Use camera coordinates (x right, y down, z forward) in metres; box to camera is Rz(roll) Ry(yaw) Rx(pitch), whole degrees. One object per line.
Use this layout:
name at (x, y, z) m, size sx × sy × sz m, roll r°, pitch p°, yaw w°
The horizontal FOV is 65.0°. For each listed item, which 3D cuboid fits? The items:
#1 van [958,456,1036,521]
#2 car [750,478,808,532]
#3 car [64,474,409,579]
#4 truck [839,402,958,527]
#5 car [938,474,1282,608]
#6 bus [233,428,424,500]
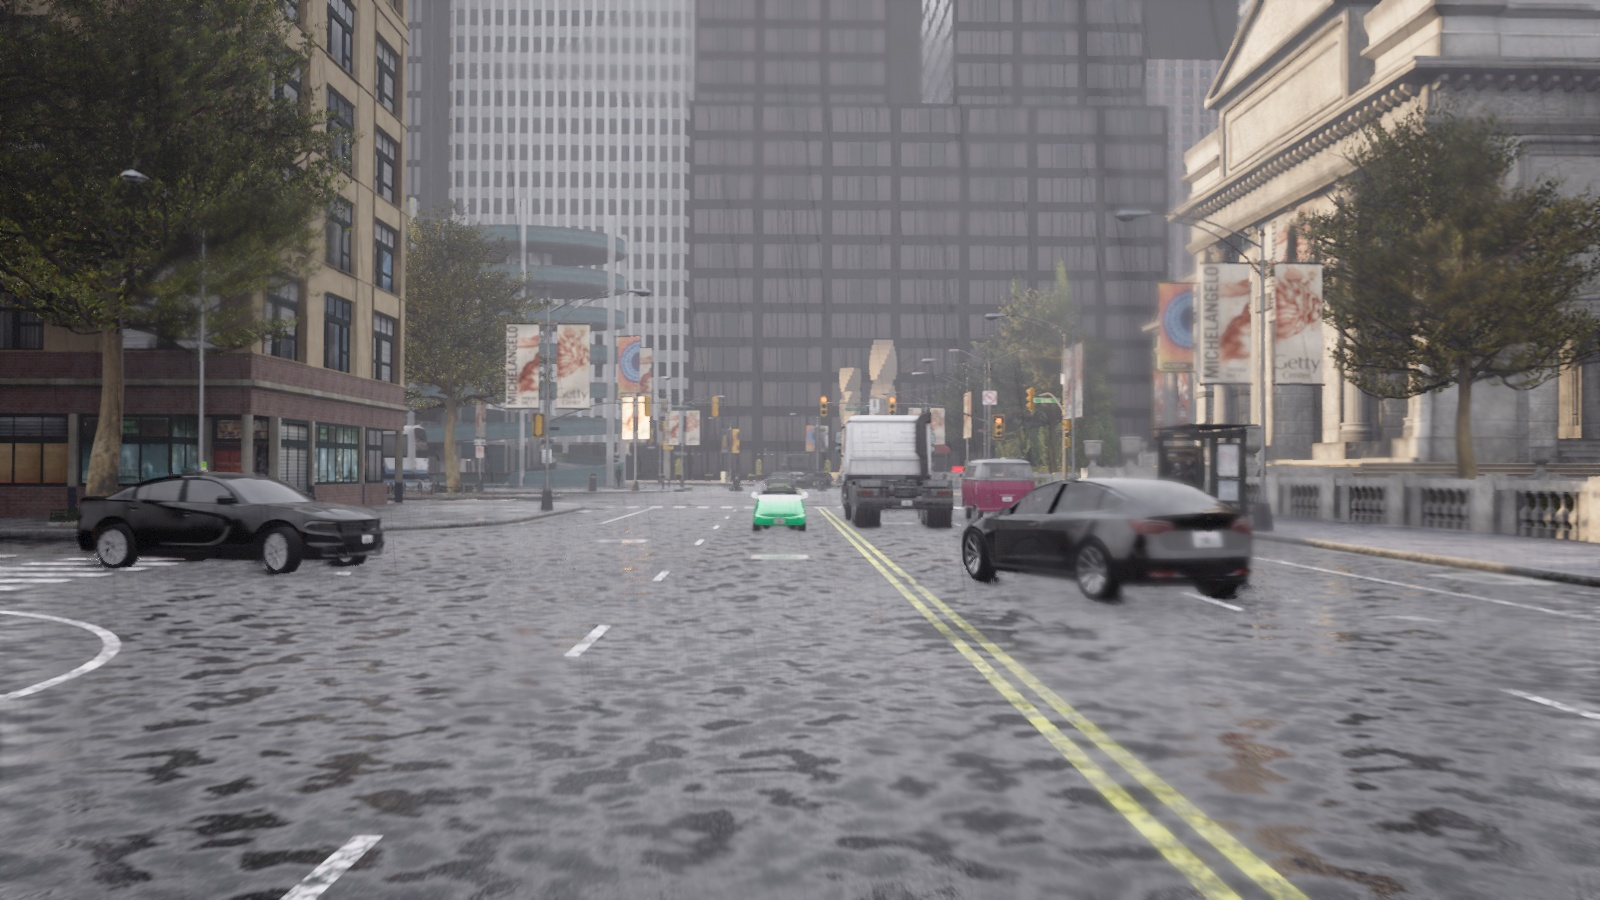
van at (6.320, 1.221, 40.749) m, size 1.775 × 1.987 × 4.442 m, roll 0°, pitch -1°, yaw -1°
car at (-0.553, 1.428, 33.278) m, size 1.481 × 1.376 × 2.207 m, roll 0°, pitch -1°, yaw -1°
car at (-8.954, 1.166, 20.018) m, size 5.008 × 1.535 × 1.882 m, roll -1°, pitch -1°, yaw 17°
truck at (2.850, 0.466, 38.642) m, size 2.891 × 3.462 × 7.936 m, roll 0°, pitch -1°, yaw -1°
car at (3.889, 1.078, 16.800) m, size 2.163 × 1.488 × 4.792 m, roll 0°, pitch -1°, yaw -20°
bus at (-28.789, 0.854, 77.155) m, size 10.273 × 4.253 × 3.944 m, roll 0°, pitch -1°, yaw -1°
